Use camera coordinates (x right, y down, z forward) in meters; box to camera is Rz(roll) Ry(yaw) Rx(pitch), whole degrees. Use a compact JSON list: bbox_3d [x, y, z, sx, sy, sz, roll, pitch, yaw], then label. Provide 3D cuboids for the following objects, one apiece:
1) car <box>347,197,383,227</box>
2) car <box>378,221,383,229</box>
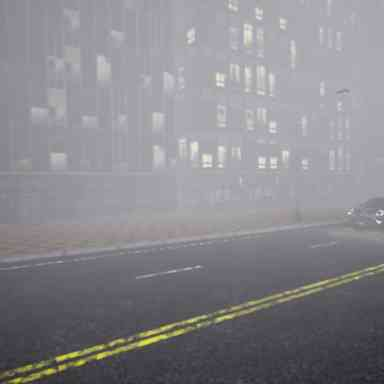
[{"bbox_3d":[11.181,1.120,19.638,4.553,1.767,2.097,-1,0,-35],"label":"car"},{"bbox_3d":[7.243,1.426,8.611,5.357,1.411,2.033,-1,0,-35],"label":"car"}]
